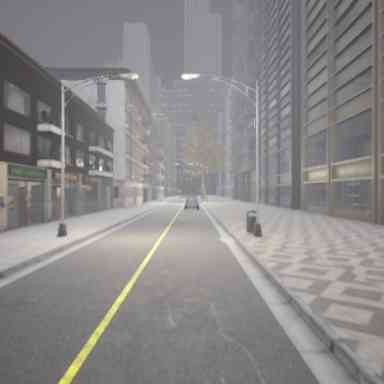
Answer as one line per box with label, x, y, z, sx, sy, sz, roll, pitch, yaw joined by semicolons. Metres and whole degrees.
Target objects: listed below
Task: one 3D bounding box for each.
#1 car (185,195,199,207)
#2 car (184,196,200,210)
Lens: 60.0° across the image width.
car;-0.010;1.374;52.893;2.097;1.767;4.553;0;0;0
car;-0.010;1.588;42.679;1.994;1.385;4.181;0;0;0
